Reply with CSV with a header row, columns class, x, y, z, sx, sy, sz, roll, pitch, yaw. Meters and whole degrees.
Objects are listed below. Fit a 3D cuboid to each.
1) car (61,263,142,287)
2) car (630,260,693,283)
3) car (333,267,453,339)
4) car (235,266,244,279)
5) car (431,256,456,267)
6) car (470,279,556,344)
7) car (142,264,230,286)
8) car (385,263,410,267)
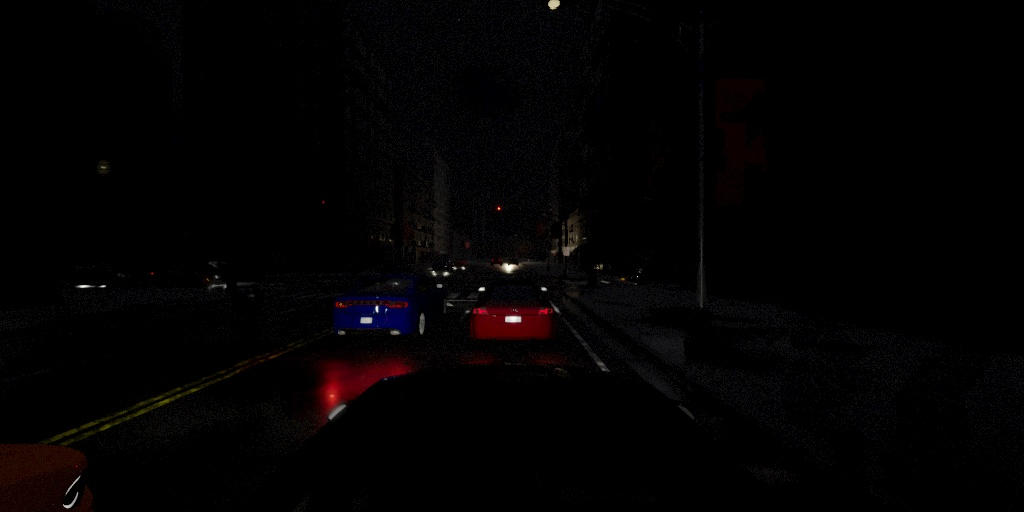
class,x,y,z,sx,sy,sz,roll,pitch,yaw
car,-25.353,1.172,22.473,4.097,1.591,1.967,0,0,0
car,11.629,1.140,28.037,4.553,1.767,2.097,0,0,2
car,-3.122,1.228,10.151,1.882,1.535,5.008,0,0,0
car,-25.286,1.330,30.497,4.313,1.339,1.948,0,0,0
car,-9.696,0.970,50.288,2.150,2.045,5.566,0,0,0
car,0.028,1.314,9.623,1.994,1.385,4.181,0,0,0
car,-22.526,1.308,24.991,4.181,1.385,1.994,0,0,1
car,-9.762,1.317,30.306,2.033,1.411,5.357,0,0,0
